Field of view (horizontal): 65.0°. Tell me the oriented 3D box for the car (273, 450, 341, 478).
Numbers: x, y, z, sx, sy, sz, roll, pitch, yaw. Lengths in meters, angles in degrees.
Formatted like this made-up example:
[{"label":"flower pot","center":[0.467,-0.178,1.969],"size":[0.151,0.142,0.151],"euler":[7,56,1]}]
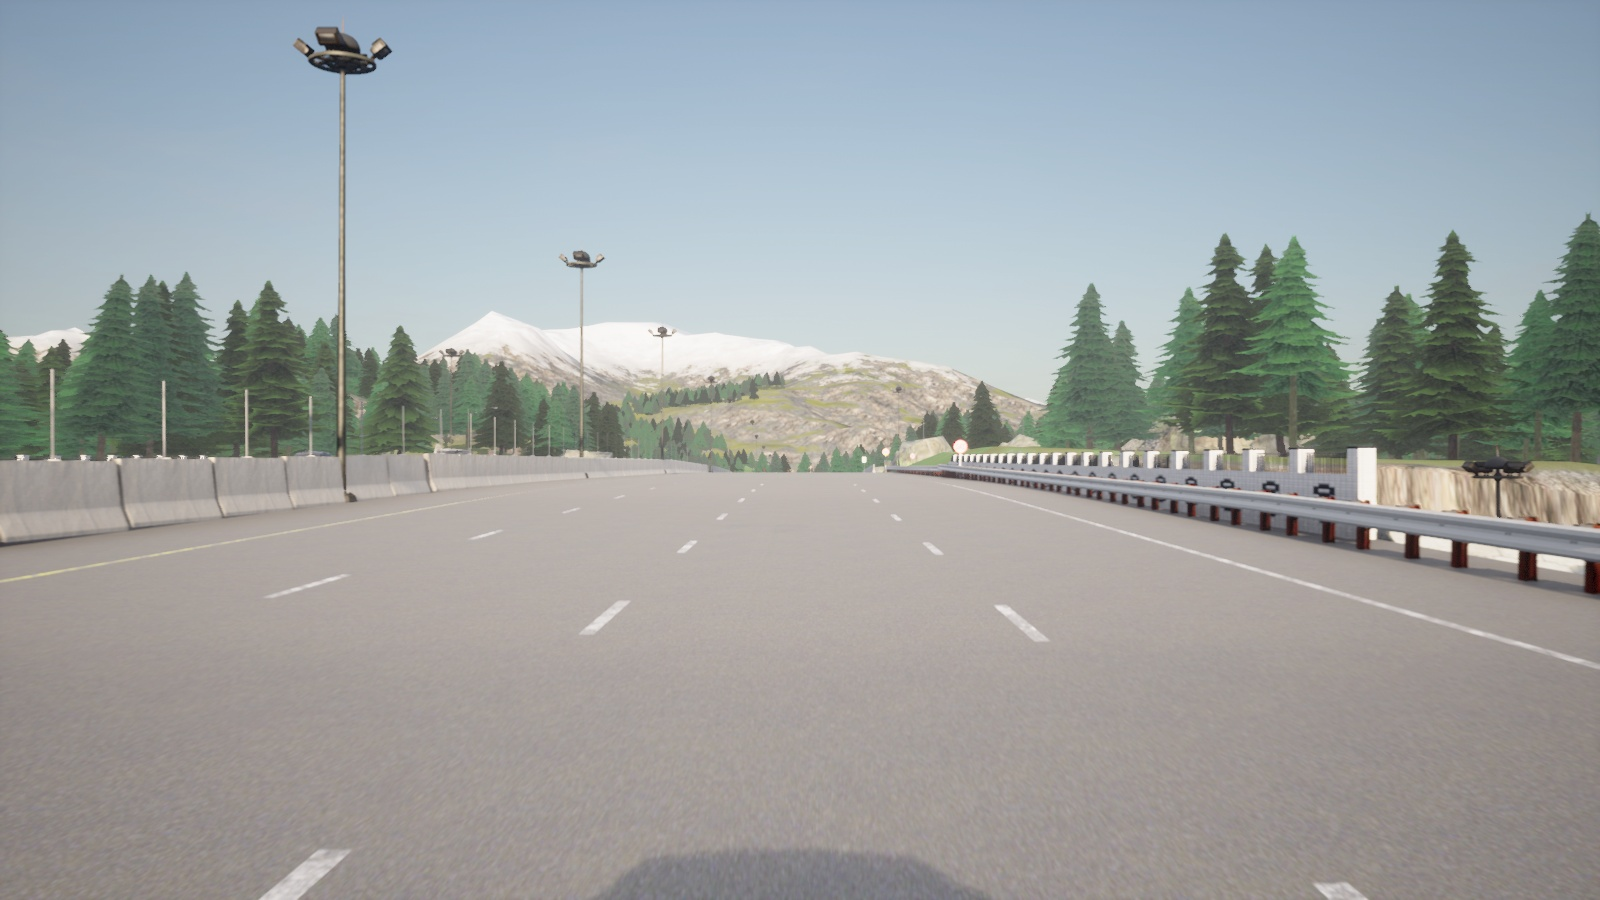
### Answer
[{"label":"car","center":[-27.553,0.778,70.321],"size":[1.837,1.490,4.892],"euler":[0,0,0]}]
